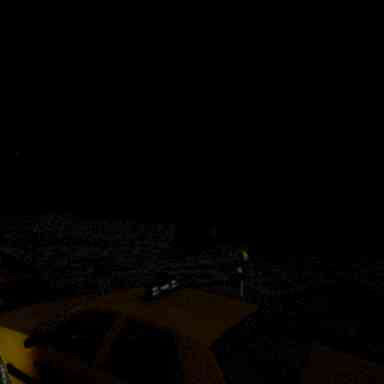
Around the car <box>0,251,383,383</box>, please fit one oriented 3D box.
[{"bbox_3d":[-0.496,1.535,3.317,4.829,1.417,1.752,0,0,36],"label":"car"}]

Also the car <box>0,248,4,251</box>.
[{"bbox_3d":[-4.781,1.578,6.381,4.507,1.381,1.887,0,0,36],"label":"car"}]
